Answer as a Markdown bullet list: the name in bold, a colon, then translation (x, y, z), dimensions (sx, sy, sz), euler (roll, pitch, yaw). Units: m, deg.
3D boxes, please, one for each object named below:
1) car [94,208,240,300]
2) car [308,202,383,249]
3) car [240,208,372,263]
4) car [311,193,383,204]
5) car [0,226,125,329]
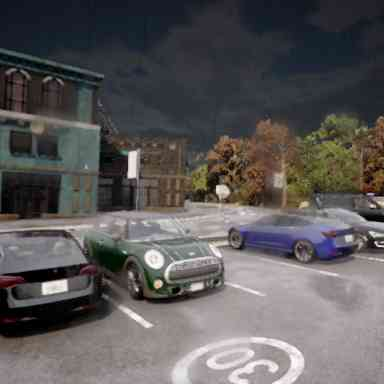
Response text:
- **car**: translation (-1.192, 1.340, 8.632), dimensions (2.185, 1.767, 4.553), euler (0, 0, -35)
- **car**: translation (5.631, 1.368, 13.465), dimensions (2.231, 1.521, 4.892), euler (-1, 1, -35)
- **car**: translation (3.355, 1.441, 11.871), dimensions (2.163, 1.488, 4.792), euler (-1, 0, -35)
- **car**: translation (7.918, 1.062, 15.053), dimensions (2.435, 2.045, 5.566), euler (-1, 1, -35)
- **car**: translation (-3.460, 1.509, 7.013), dimensions (2.163, 1.488, 4.792), euler (0, 0, -35)
